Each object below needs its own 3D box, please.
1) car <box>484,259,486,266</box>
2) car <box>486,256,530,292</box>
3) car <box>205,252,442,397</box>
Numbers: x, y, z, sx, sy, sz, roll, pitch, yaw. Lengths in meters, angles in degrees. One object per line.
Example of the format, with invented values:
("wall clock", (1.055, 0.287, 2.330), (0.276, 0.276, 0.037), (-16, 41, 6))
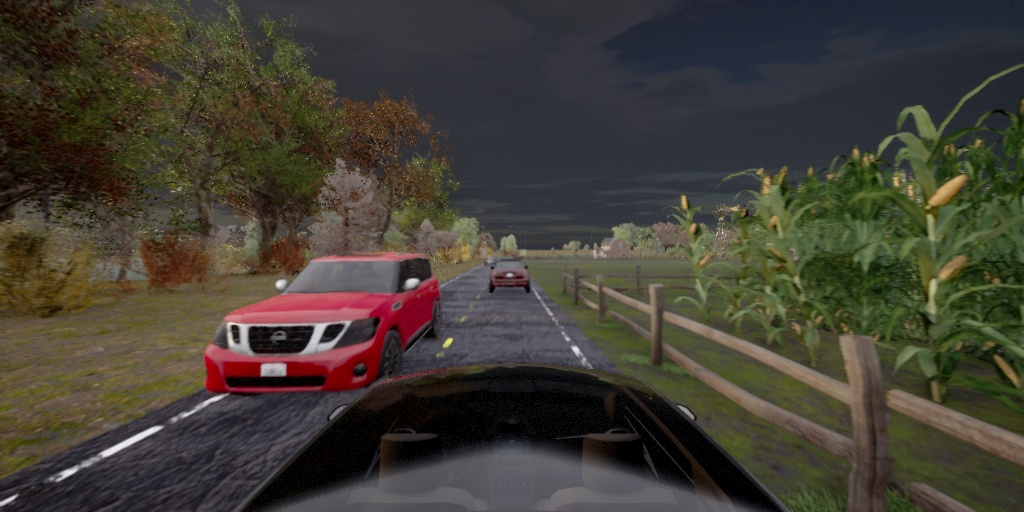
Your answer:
("car", (-3.451, 0.758, 57.918), (2.128, 1.511, 4.902), (0, 0, -1))
("car", (-0.134, 0.935, 19.883), (2.097, 1.767, 4.553), (0, 0, -1))
("car", (-2.807, 0.946, 6.923), (2.150, 2.045, 5.566), (0, 1, -1))
